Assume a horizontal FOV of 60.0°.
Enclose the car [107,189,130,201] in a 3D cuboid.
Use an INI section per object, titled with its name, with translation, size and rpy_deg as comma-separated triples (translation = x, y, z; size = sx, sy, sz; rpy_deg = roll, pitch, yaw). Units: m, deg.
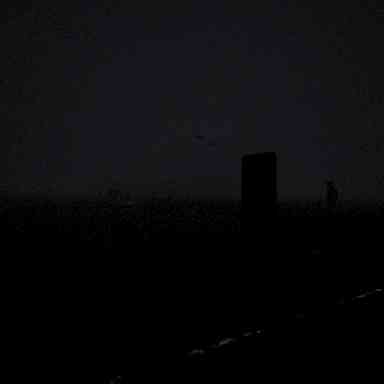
[car]
translation = -12.201, 0.466, 54.722
size = 2.150, 2.045, 5.566
rpy_deg = 1, 1, -34
